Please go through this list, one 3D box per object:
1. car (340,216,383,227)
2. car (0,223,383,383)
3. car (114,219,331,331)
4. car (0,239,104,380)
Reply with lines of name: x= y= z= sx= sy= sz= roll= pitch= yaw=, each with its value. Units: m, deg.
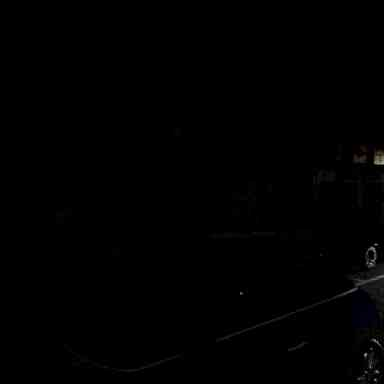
car: x=5.665 y=1.492 z=10.796 sx=4.313 sy=1.339 sz=1.947 roll=0 pitch=0 yaw=-35
car: x=-0.143 y=1.341 z=3.242 sx=4.553 sy=1.767 sz=2.097 roll=0 pitch=0 yaw=-35
car: x=0.909 y=1.492 z=7.409 sx=4.829 sy=1.417 sz=1.752 roll=0 pitch=0 yaw=-35
car: x=-3.569 y=1.570 z=4.220 sx=4.313 sy=1.339 sz=1.947 roll=0 pitch=0 yaw=-35
